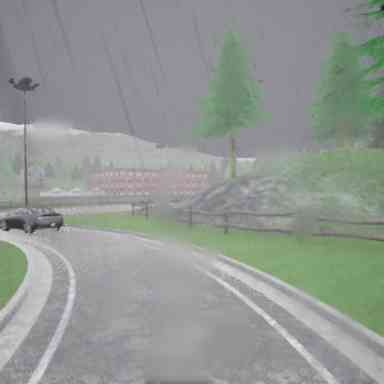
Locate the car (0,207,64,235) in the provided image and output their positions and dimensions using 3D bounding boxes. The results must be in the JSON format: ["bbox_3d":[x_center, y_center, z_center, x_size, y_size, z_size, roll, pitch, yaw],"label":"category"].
[{"bbox_3d":[-9.646,1.647,19.879,4.902,1.511,2.128,-1,0,37],"label":"car"}]

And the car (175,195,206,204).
[{"bbox_3d":[-0.275,1.428,63.509,4.902,1.511,2.128,-1,0,-43],"label":"car"}]

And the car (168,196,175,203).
[{"bbox_3d":[-2.685,1.475,66.030,4.892,1.490,1.837,-1,0,-43],"label":"car"}]
